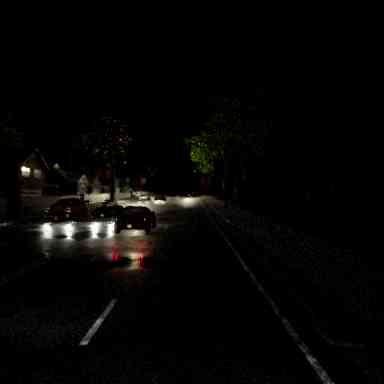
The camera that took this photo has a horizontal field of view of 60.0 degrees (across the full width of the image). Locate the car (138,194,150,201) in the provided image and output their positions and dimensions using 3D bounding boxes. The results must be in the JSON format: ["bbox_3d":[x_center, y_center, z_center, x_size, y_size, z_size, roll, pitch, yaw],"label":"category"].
[{"bbox_3d":[-9.750,1.142,67.971,1.812,1.442,4.674,0,1,0],"label":"car"}]

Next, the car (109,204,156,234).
[{"bbox_3d":[-3.149,1.511,19.039,1.812,1.442,4.674,0,0,0],"label":"car"}]

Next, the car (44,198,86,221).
[{"bbox_3d":[-9.847,1.304,26.306,2.097,1.767,4.553,0,0,0],"label":"car"}]

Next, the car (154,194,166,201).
[{"bbox_3d":[-6.500,1.171,67.970,1.994,1.385,4.181,0,1,0],"label":"car"}]

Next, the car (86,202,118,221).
[{"bbox_3d":[-6.597,1.515,26.399,1.994,1.385,4.181,0,0,0],"label":"car"}]
